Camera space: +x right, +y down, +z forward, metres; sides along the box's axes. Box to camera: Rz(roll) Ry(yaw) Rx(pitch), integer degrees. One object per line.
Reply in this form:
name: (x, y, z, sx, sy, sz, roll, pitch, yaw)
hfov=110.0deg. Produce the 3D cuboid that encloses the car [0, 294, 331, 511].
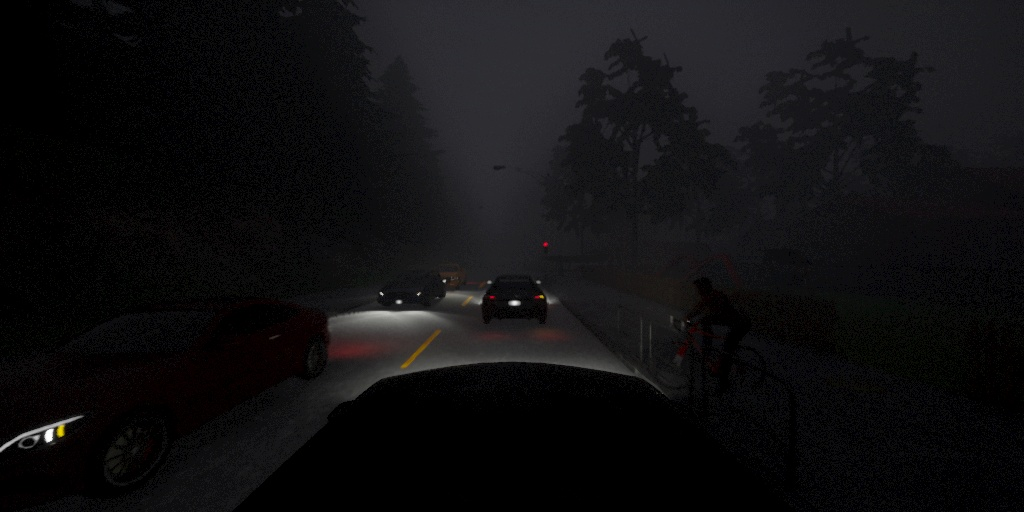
car: (-4.101, 1.277, 4.608, 1.812, 1.442, 4.674, 0, 0, 0)

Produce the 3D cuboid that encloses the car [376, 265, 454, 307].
car: (-4.128, 1.298, 15.768, 2.033, 1.411, 5.357, 0, 0, 0)

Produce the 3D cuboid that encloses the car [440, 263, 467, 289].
car: (-4.059, 1.227, 23.087, 1.882, 1.535, 5.008, 0, 0, 0)

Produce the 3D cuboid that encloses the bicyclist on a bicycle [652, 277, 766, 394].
bicyclist on a bicycle: (2.835, 1.131, 5.116, 1.656, 1.620, 0.582, 4, -1, -1)

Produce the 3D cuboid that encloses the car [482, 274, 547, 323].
car: (0.072, 1.312, 12.196, 1.994, 1.385, 4.181, 0, 0, 0)
